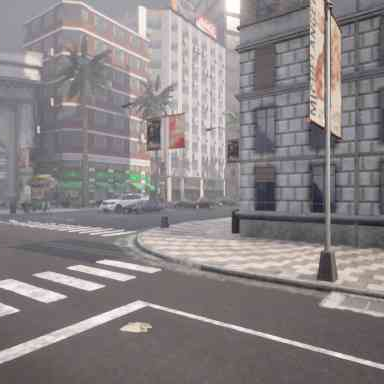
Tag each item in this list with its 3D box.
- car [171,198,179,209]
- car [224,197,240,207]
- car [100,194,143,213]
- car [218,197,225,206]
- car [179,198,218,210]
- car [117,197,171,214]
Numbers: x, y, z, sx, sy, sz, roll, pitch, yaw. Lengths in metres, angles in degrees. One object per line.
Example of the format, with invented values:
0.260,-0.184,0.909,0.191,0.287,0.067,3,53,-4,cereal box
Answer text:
-1.727,1.526,45.821,1.812,1.442,4.674,0,0,37,car
7.483,1.564,51.198,4.181,1.385,1.994,0,0,-43,car
-7.728,1.221,37.819,2.150,2.045,5.566,0,0,36,car
4.926,1.491,53.578,4.902,1.511,2.128,0,0,-44,car
0.951,1.478,43.602,1.882,1.535,5.008,0,0,38,car
-5.014,1.547,35.625,2.033,1.411,5.357,0,0,36,car
